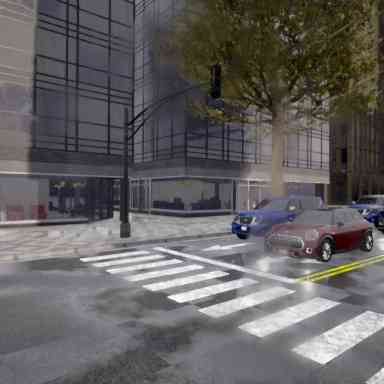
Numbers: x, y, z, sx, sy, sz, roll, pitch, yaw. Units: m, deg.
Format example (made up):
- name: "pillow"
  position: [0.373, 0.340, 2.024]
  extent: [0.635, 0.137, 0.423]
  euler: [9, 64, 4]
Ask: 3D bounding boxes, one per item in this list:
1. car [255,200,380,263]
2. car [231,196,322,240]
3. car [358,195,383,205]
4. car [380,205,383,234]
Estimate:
- name: "car"
  position: [4.700, 1.355, 12.168]
  extent: [4.553, 1.767, 2.097]
  euler: [0, 0, -39]
- name: "car"
  position: [4.395, 1.223, 16.093]
  extent: [5.566, 2.045, 2.150]
  euler: [0, 0, -39]
- name: "car"
  position: [12.477, 1.225, 22.588]
  extent: [5.566, 2.045, 2.150]
  euler: [0, 0, -39]
- name: "car"
  position: [12.076, 1.553, 18.100]
  extent: [5.357, 1.411, 2.033]
  euler: [0, 0, -39]
